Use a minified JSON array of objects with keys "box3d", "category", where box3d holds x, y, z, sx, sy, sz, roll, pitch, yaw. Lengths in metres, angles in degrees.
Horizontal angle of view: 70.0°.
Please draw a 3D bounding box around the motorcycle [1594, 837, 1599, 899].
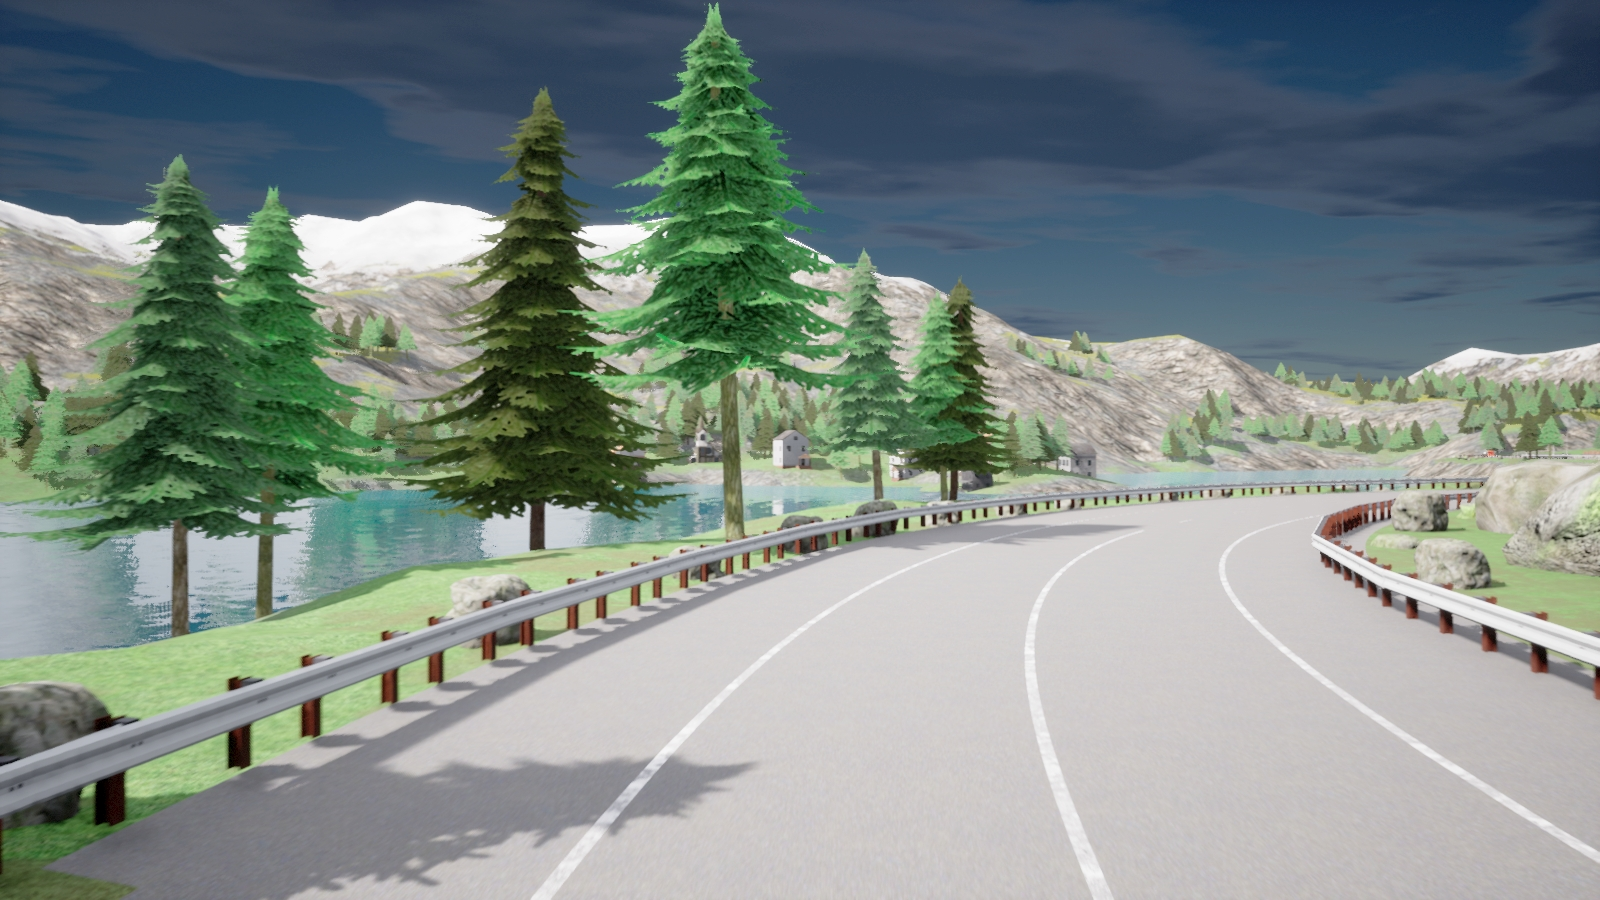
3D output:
[{"box3d":[3.555,2.178,3.589,0.803,1.217,2.033,0,0,4],"category":"motorcycle"}]
